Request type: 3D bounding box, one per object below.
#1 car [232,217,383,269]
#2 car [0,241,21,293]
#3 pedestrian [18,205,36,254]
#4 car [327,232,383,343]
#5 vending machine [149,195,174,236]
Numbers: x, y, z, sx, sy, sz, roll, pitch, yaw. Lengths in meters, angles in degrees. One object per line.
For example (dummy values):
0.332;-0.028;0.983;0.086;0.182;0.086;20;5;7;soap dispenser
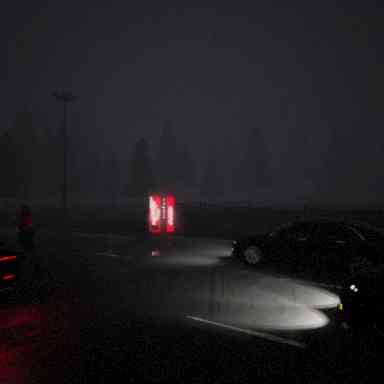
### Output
3.537;1.506;9.771;4.892;1.490;1.837;0;0;34;car
-5.884;1.504;7.420;4.892;1.490;1.837;0;-1;30;car
-5.977;1.294;11.986;0.375;1.860;0.375;0;0;28;pedestrian
4.479;1.563;4.909;4.181;1.385;1.994;0;0;35;car
-1.610;1.195;17.772;0.880;2.100;1.100;0;0;29;vending machine
